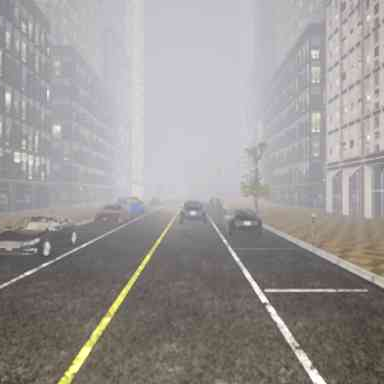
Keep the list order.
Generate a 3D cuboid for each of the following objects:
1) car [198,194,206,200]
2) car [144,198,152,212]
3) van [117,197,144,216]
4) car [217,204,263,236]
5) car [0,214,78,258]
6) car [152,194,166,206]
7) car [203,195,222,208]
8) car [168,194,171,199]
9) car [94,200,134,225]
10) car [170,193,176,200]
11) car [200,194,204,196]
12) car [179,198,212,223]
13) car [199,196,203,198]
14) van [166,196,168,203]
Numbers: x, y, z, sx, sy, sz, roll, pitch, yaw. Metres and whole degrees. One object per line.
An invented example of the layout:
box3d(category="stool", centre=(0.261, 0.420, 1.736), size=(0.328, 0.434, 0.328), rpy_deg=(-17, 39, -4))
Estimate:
box3d(category="car", centre=(2.674, 1.309, 86.519), size=(1.967, 1.590, 4.097), rpy_deg=(0, 0, 0))
box3d(category="car", centre=(-5.696, 1.538, 35.304), size=(1.802, 1.307, 4.206), rpy_deg=(0, 0, 0))
box3d(category="van", centre=(-5.693, 1.305, 29.612), size=(1.690, 1.788, 3.998), rpy_deg=(0, 0, 0))
box3d(category="car", centre=(2.689, 1.545, 18.217), size=(1.947, 1.339, 4.313), rpy_deg=(0, 0, 0))
box3d(category="car", centre=(-5.690, 1.536, 12.535), size=(2.008, 1.369, 4.403), rpy_deg=(0, 0, 0))
box3d(category="car", centre=(-5.699, 1.369, 52.380), size=(1.967, 1.590, 4.097), rpy_deg=(0, 0, 0))
box3d(category="car", centre=(2.685, 1.387, 40.983), size=(1.967, 1.590, 4.097), rpy_deg=(0, 0, 0))
box3d(category="car", centre=(-5.702, 1.475, 63.765), size=(1.947, 1.339, 4.313), rpy_deg=(0, 0, 0))
box3d(category="car", centre=(-5.693, 1.516, 23.919), size=(1.887, 1.381, 4.507), rpy_deg=(0, 0, 0))
box3d(category="car", centre=(-5.707, 1.394, 86.363), size=(1.752, 1.417, 4.829), rpy_deg=(0, 0, 0))
box3d(category="car", centre=(2.680, 1.444, 58.230), size=(1.752, 1.417, 4.829), rpy_deg=(0, 0, 0))
box3d(category="car", centre=(0.094, 1.474, 25.115), size=(2.163, 1.488, 4.792), rpy_deg=(0, 0, 0))
box3d(category="car", centre=(0.091, 1.511, 41.306), size=(1.994, 1.385, 4.181), rpy_deg=(0, 0, 0))
box3d(category="van", centre=(-5.700, 1.260, 58.073), size=(1.690, 1.788, 3.998), rpy_deg=(0, 0, 0))
